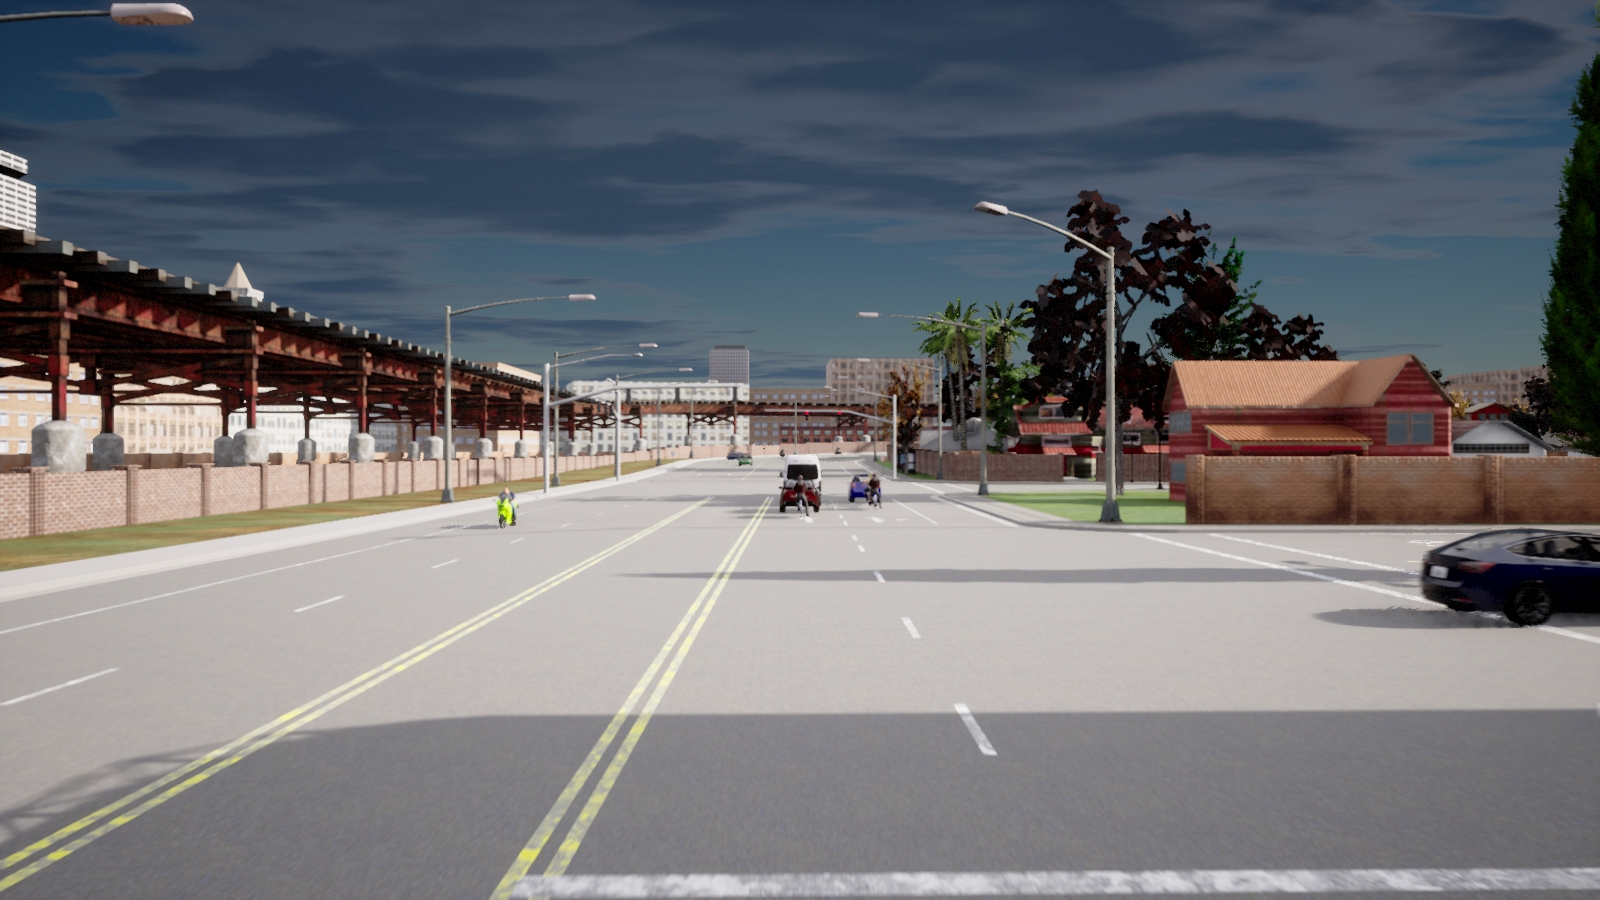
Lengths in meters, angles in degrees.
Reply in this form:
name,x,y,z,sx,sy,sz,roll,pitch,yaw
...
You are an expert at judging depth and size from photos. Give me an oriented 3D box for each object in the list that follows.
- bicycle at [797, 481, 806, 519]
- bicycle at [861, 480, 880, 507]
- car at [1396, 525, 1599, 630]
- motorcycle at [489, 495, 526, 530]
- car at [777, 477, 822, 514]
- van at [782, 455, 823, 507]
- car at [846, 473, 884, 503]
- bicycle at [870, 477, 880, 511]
name,x,y,z,sx,sy,sz,roll,pitch,yaw
bicycle,0.065,2.061,47.416,0.329,1.496,1.835,-1,0,0
bicycle,3.515,2.164,57.328,0.859,1.301,1.487,0,0,-1
car,12.882,2.069,19.052,4.792,1.488,2.163,0,0,-2
motorcycle,-10.483,2.226,40.971,0.803,1.145,2.033,0,0,0
car,-0.022,2.057,52.622,2.007,1.525,4.514,0,0,0
van,0.085,1.554,59.602,1.988,2.561,5.915,0,0,-1
car,3.484,2.058,61.923,1.845,1.501,3.633,0,0,0
bicycle,3.525,2.065,53.699,0.329,1.496,1.835,0,0,0
